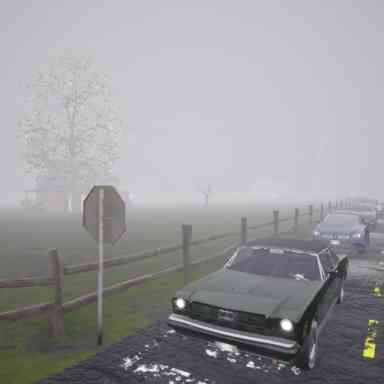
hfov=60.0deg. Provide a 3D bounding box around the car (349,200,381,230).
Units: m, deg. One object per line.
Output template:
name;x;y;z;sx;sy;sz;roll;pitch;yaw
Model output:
car;10.933;1.509;21.536;1.837;1.490;4.892;0;0;31

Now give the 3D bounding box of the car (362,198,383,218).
car;16.027;1.357;29.951;2.097;1.767;4.553;0;0;31

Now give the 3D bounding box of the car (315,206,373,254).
car;6.280;1.529;13.816;1.812;1.442;4.674;0;0;31

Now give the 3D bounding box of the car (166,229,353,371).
car;1.559;1.602;5.991;1.895;1.301;4.718;0;0;31
